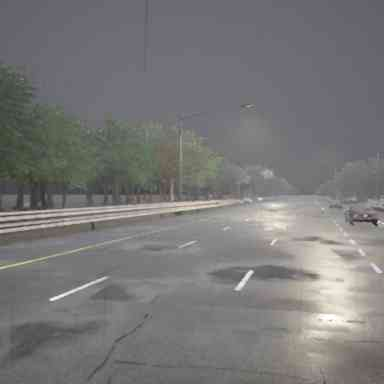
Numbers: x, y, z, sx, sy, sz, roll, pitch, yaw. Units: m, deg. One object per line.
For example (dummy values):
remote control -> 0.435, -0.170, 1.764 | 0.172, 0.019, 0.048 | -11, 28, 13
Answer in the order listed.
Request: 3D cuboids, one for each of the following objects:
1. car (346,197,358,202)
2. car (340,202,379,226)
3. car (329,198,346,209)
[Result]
car -> 34.962, 1.939, 73.109 | 2.097, 1.767, 4.553 | 0, 0, 41
car -> 13.050, 1.759, 25.787 | 2.033, 1.411, 5.357 | 0, 0, 20
car -> 23.192, 1.959, 53.581 | 2.033, 1.411, 5.357 | 0, 0, 24
